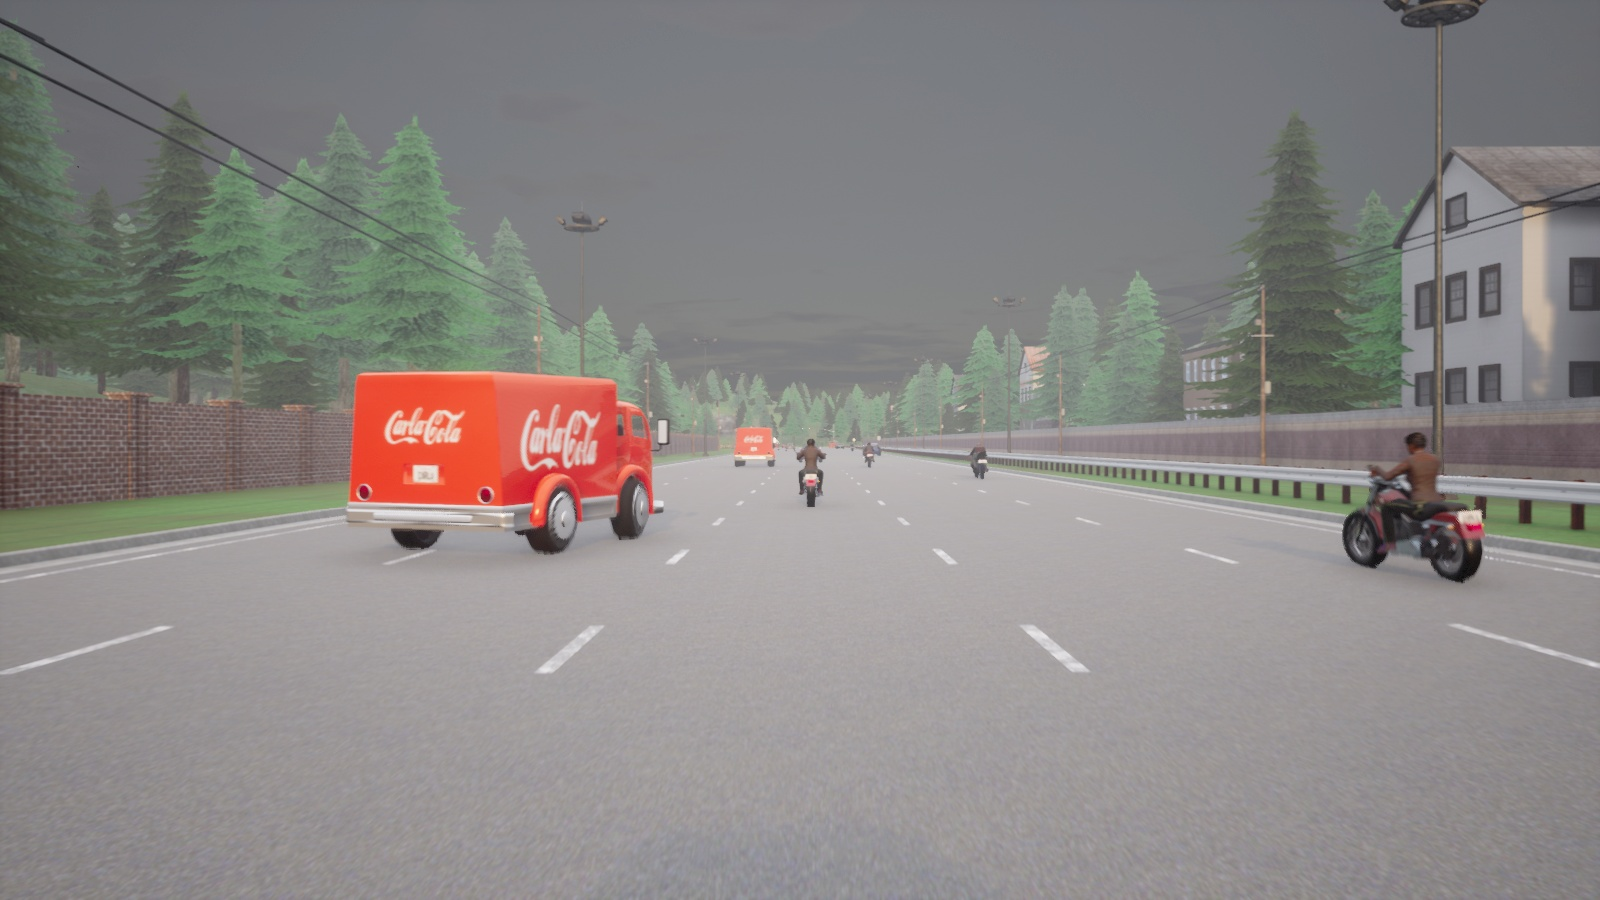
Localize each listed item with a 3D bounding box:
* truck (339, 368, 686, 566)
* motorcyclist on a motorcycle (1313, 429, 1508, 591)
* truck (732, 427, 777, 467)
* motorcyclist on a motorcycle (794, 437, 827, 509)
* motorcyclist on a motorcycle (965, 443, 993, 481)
[{"bbox_3d":[-3.946,0.159,18.460,2.627,2.467,5.204,1,1,19],"label":"truck"},{"bbox_3d":[6.847,0.622,14.261,0.766,1.649,2.350,-2,0,-8],"label":"motorcyclist on a motorcycle"},{"bbox_3d":[-2.844,-0.194,80.056,2.627,2.467,5.204,0,0,0],"label":"truck"},{"bbox_3d":[0.255,0.527,30.090,0.766,1.649,2.350,0,0,0],"label":"motorcyclist on a motorcycle"},{"bbox_3d":[7.432,0.493,52.203,0.866,1.530,2.191,0,0,0],"label":"motorcyclist on a motorcycle"}]
